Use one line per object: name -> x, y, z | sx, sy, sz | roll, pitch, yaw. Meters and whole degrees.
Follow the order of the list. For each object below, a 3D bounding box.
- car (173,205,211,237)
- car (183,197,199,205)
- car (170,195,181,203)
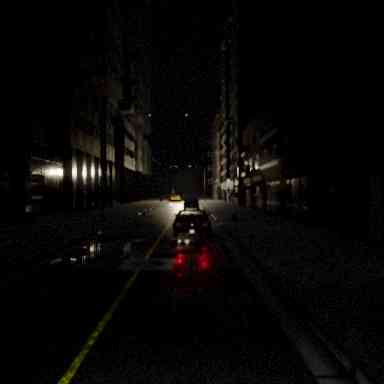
car -> -0.001, 1.582, 18.070 | 1.895, 1.301, 4.718 | 0, 0, 0
car -> -0.092, 1.423, 42.347 | 1.882, 1.535, 5.008 | 0, 0, 0
car -> -3.294, 1.404, 66.293 | 1.882, 1.535, 5.008 | 0, 0, 0
